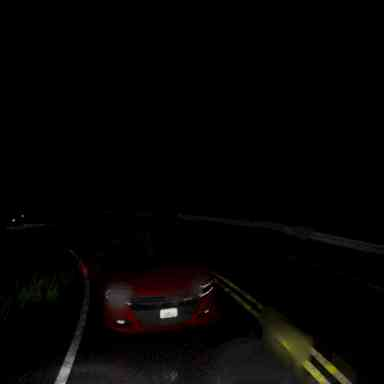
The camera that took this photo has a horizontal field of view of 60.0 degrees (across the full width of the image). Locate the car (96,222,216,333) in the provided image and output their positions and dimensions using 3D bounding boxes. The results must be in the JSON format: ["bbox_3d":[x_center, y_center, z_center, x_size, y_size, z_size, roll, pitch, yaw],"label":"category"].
[{"bbox_3d":[-1.038,1.492,7.205,1.882,1.535,5.008,-1,0,-16],"label":"car"}]

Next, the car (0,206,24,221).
[{"bbox_3d":[-15.021,1.905,26.335,4.892,1.490,1.837,-1,4,42],"label":"car"}]
